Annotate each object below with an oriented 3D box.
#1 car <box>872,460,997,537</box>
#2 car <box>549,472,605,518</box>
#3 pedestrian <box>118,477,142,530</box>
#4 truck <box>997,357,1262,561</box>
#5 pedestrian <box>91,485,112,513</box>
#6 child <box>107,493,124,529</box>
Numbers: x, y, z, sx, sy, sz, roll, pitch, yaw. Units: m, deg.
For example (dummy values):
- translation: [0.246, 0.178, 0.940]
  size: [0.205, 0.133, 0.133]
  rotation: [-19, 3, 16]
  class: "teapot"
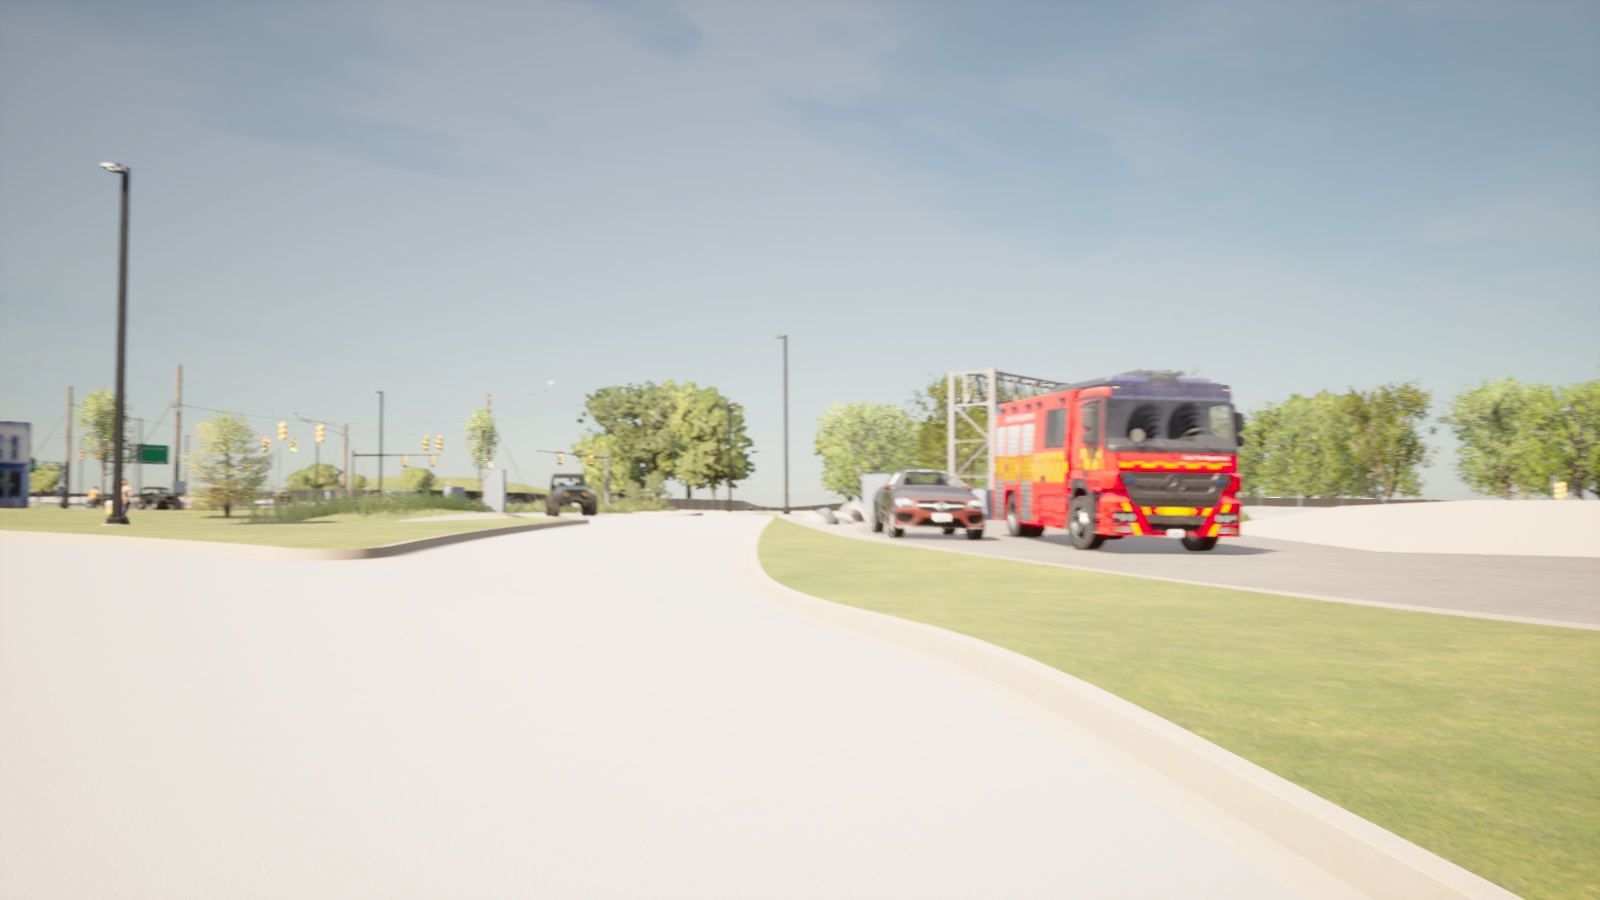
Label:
- translation: [3.129, 1.160, 30.355]
  size: [2.152, 1.651, 5.027]
  rotation: [2, -2, -4]
  class: "car"
- translation: [-9.592, 1.942, 53.847]
  size: [1.905, 1.878, 3.866]
  rotation: [1, -3, -17]
  class: "car"
- translation: [-23.593, 1.879, 44.226]
  size: [0.345, 1.836, 0.594]
  rotation: [-3, -4, 36]
  class: "pedestrian"
- translation: [6.970, 0.261, 28.158]
  size: [2.891, 3.827, 8.468]
  rotation: [1, -1, -6]
  class: "truck"
- translation: [-46.907, 3.272, 84.334]
  size: [0.874, 1.855, 0.900]
  rotation: [-3, -5, 41]
  class: "pedestrian"
- translation: [-24.460, 2.176, 44.902]
  size: [0.270, 1.263, 0.437]
  rotation: [-2, -4, 20]
  class: "child"
